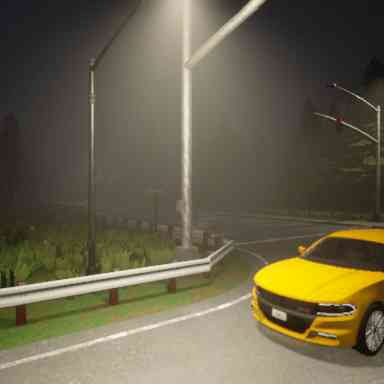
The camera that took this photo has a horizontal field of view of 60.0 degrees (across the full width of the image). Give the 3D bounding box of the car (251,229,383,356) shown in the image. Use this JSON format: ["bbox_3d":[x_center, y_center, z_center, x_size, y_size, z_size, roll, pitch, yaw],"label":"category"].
[{"bbox_3d":[3.278,1.474,6.227,5.008,1.535,1.882,0,0,-36],"label":"car"}]
